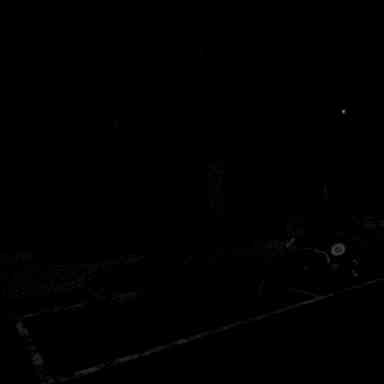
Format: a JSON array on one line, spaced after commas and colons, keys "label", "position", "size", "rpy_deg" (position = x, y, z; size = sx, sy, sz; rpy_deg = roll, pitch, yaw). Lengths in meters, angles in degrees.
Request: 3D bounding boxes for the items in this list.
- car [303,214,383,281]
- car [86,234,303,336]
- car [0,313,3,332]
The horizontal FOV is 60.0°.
[{"label": "car", "position": [4.562, 1.434, 9.793], "size": [4.097, 1.590, 1.967], "rpy_deg": [0, 0, -36]}, {"label": "car", "position": [0.084, 1.579, 6.597], "size": [4.206, 1.307, 1.802], "rpy_deg": [0, 0, -36]}, {"label": "car", "position": [-4.393, 1.567, 3.401], "size": [4.313, 1.339, 1.947], "rpy_deg": [0, 0, -36]}]
